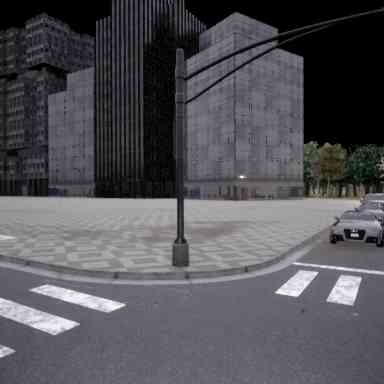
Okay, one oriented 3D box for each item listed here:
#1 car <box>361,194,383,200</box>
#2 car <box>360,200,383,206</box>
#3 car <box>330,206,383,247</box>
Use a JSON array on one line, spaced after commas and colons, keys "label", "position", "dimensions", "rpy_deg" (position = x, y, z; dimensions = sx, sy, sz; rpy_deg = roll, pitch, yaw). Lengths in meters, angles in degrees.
[{"label": "car", "position": [18.027, 1.185, 32.759], "dimensions": [2.150, 2.045, 5.566], "rpy_deg": [0, 0, 31]}, {"label": "car", "position": [12.554, 1.539, 23.558], "dimensions": [1.994, 1.385, 4.181], "rpy_deg": [0, 0, 31]}, {"label": "car", "position": [7.506, 1.548, 15.023], "dimensions": [1.994, 1.385, 4.181], "rpy_deg": [0, 0, 30]}]
